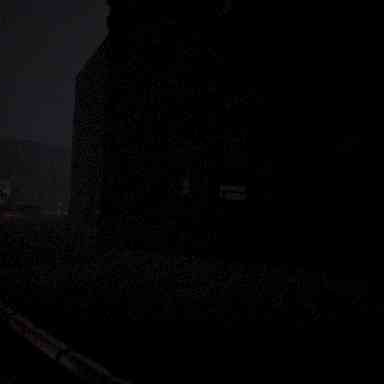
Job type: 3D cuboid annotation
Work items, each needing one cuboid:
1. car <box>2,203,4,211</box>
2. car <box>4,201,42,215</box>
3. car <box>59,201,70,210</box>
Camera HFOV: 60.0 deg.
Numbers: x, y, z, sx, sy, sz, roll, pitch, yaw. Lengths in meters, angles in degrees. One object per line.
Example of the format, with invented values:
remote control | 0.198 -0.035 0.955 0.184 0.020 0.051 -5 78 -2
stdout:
car | -23.137 1.641 38.657 1.812 1.442 4.674 4 -1 0
car | -19.799 1.840 39.857 1.882 1.535 5.008 4 -1 3
car | -18.620 2.137 51.766 2.128 1.511 4.902 4 -1 11
